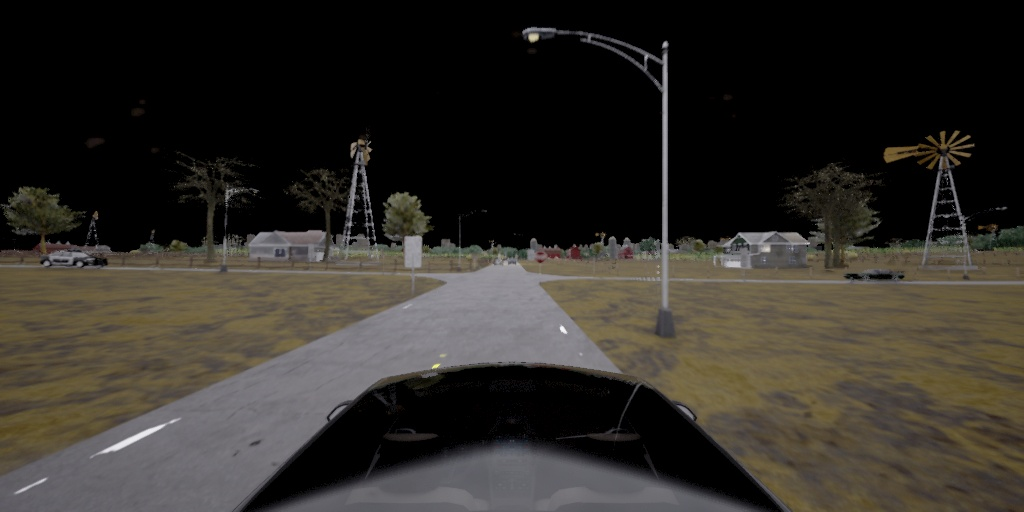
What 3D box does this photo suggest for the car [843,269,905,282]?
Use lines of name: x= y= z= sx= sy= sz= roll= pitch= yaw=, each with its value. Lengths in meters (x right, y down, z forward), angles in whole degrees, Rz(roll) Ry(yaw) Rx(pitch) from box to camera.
car: x=37.093 y=1.979 z=36.851 sx=4.718 sy=1.301 sz=1.895 roll=0 pitch=-1 yaw=0

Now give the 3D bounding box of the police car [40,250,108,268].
police car: x=-41.726 y=0.289 z=34.308 sx=5.238 sy=1.638 sz=1.930 roll=1 pitch=-1 yaw=0
